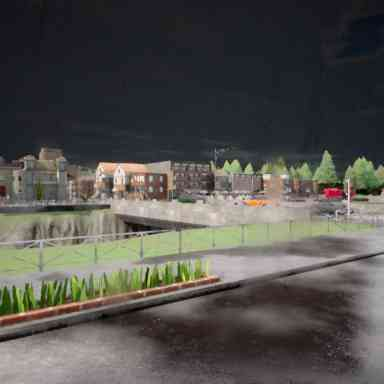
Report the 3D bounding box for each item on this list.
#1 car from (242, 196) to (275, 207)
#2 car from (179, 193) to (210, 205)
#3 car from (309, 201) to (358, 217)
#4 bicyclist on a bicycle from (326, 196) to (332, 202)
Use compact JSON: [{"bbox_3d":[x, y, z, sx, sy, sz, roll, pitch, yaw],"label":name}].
[{"bbox_3d":[8.772,1.352,44.042,2.097,1.767,4.553,0,0,-36],"label":"car"},{"bbox_3d":[0.273,1.221,48.672,2.150,2.045,5.566,0,0,-36],"label":"car"},{"bbox_3d":[13.048,1.564,30.915,1.994,1.385,4.181,0,0,-36],"label":"car"},{"bbox_3d":[16.594,1.349,40.362,1.656,1.620,0.582,0,0,-36],"label":"bicyclist on a bicycle"}]
